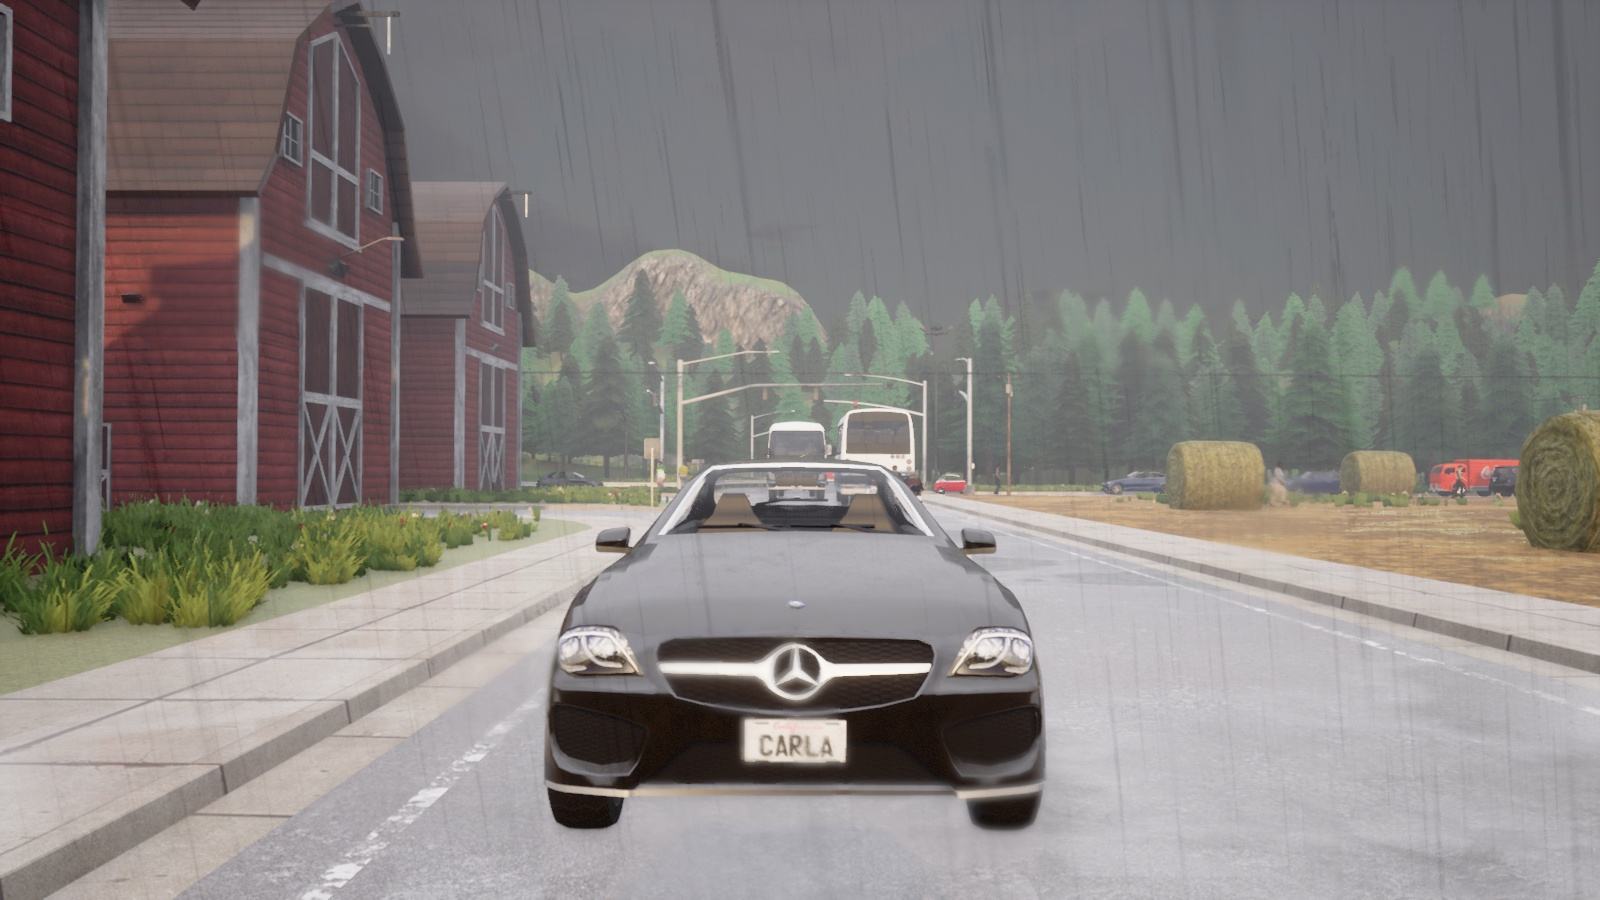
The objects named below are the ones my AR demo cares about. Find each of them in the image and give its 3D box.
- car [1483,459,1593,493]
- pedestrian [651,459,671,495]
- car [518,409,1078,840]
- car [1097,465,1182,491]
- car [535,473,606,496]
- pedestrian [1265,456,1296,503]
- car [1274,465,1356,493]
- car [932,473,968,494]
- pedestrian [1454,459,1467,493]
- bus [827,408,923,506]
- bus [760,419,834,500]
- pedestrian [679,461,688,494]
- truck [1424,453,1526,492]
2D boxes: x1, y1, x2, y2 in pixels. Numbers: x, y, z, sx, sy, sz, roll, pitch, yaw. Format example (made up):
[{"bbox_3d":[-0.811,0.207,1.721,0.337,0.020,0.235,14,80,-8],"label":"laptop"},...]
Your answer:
[{"bbox_3d":[46.196,1.630,78.681,5.566,2.045,2.150,0,-1,1],"label":"car"},{"bbox_3d":[-7.664,1.491,69.233,0.873,1.952,0.659,0,-1,-38],"label":"pedestrian"},{"bbox_3d":[-0.019,0.709,7.356,2.152,1.651,5.027,0,-1,0],"label":"car"},{"bbox_3d":[22.294,1.848,82.554,5.027,1.651,2.152,0,-1,1],"label":"car"},{"bbox_3d":[-14.520,2.183,79.628,4.193,1.474,1.816,0,-1,1],"label":"car"},{"bbox_3d":[19.178,1.189,50.131,0.900,1.855,0.874,-1,-1,40],"label":"pedestrian"},{"bbox_3d":[33.746,1.878,82.373,4.553,1.767,2.097,0,-1,1],"label":"car"},{"bbox_3d":[9.844,2.176,82.745,2.207,1.376,1.481,0,-1,1],"label":"car"},{"bbox_3d":[35.721,1.410,67.949,0.594,1.836,0.345,-1,-1,26],"label":"pedestrian"},{"bbox_3d":[3.356,0.369,59.453,3.944,4.253,10.273,0,-1,0],"label":"bus"},{"bbox_3d":[-0.174,0.581,71.619,3.944,4.253,10.273,0,-1,0],"label":"bus"},{"bbox_3d":[-6.480,1.516,69.840,0.354,1.836,0.706,0,-1,10],"label":"pedestrian"},{"bbox_3d":[44.139,1.489,82.218,5.204,2.467,2.627,0,-1,1],"label":"truck"}]
